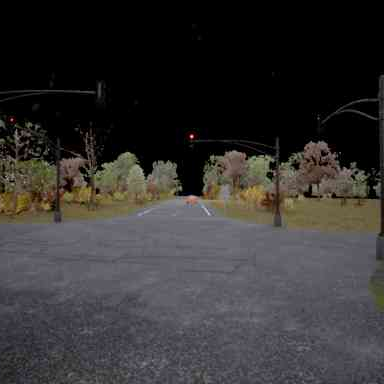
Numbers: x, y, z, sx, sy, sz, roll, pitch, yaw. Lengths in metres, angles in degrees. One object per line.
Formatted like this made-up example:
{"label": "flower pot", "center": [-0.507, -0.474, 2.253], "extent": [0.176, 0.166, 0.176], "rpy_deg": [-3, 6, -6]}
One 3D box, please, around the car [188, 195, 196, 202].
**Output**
{"label": "car", "center": [0.021, 1.449, 78.014], "extent": [1.812, 1.442, 4.674], "rpy_deg": [0, 0, 0]}

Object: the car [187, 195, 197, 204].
{"label": "car", "center": [0.019, 1.424, 67.978], "extent": [2.097, 1.767, 4.553], "rpy_deg": [0, 0, 0]}
